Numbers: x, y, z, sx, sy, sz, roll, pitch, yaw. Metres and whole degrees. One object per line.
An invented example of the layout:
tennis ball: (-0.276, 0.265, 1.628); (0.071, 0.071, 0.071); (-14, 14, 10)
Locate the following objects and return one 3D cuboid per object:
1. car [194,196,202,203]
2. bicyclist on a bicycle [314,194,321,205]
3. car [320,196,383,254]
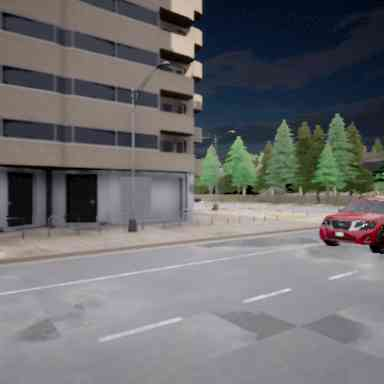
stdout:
car: (-0.567, 1.464, 64.890); (4.718, 1.301, 1.895); (0, 0, 35)
bicyclist on a bicycle: (18.529, 1.150, 48.990); (1.656, 1.620, 0.582); (-1, 0, -35)
car: (7.633, 1.193, 13.696); (5.566, 2.045, 2.150); (0, 0, -35)
